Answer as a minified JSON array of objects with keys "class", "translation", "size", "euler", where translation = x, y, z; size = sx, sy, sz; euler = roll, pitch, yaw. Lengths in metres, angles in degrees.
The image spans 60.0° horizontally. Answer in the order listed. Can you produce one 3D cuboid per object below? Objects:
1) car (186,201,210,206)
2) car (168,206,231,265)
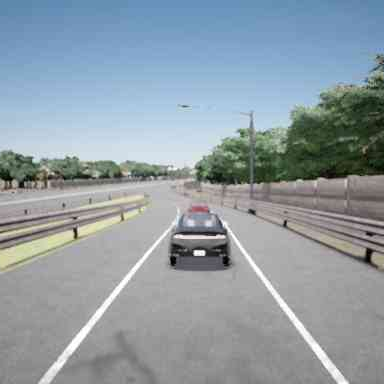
[{"class":"car","translation":[0.499,1.442,27.638],"size":[1.812,1.442,4.674],"euler":[0,0,0]},{"class":"car","translation":[0.268,1.458,11.556],"size":[2.128,1.511,4.902],"euler":[0,0,1]}]
